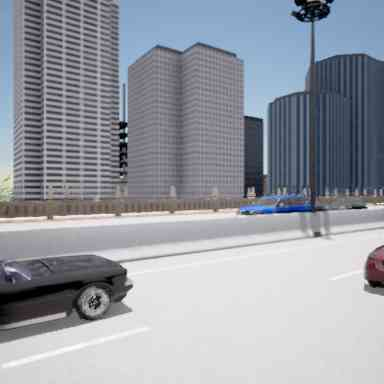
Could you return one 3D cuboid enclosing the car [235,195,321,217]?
[{"bbox_3d":[5.220,1.223,20.619,5.566,2.045,2.150,0,0,-35],"label":"car"}]

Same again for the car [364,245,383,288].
[{"bbox_3d":[6.024,1.564,8.050,4.181,1.385,1.994,0,0,-35],"label":"car"}]

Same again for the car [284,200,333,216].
[{"bbox_3d":[11.962,1.549,34.028,5.357,1.411,2.033,0,0,-35],"label":"car"}]

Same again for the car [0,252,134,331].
[{"bbox_3d":[-3.440,1.601,5.598,4.718,1.301,1.895,0,0,-35],"label":"car"}]

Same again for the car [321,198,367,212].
[{"bbox_3d":[14.607,1.354,31.612,4.553,1.767,2.097,0,0,-35],"label":"car"}]
